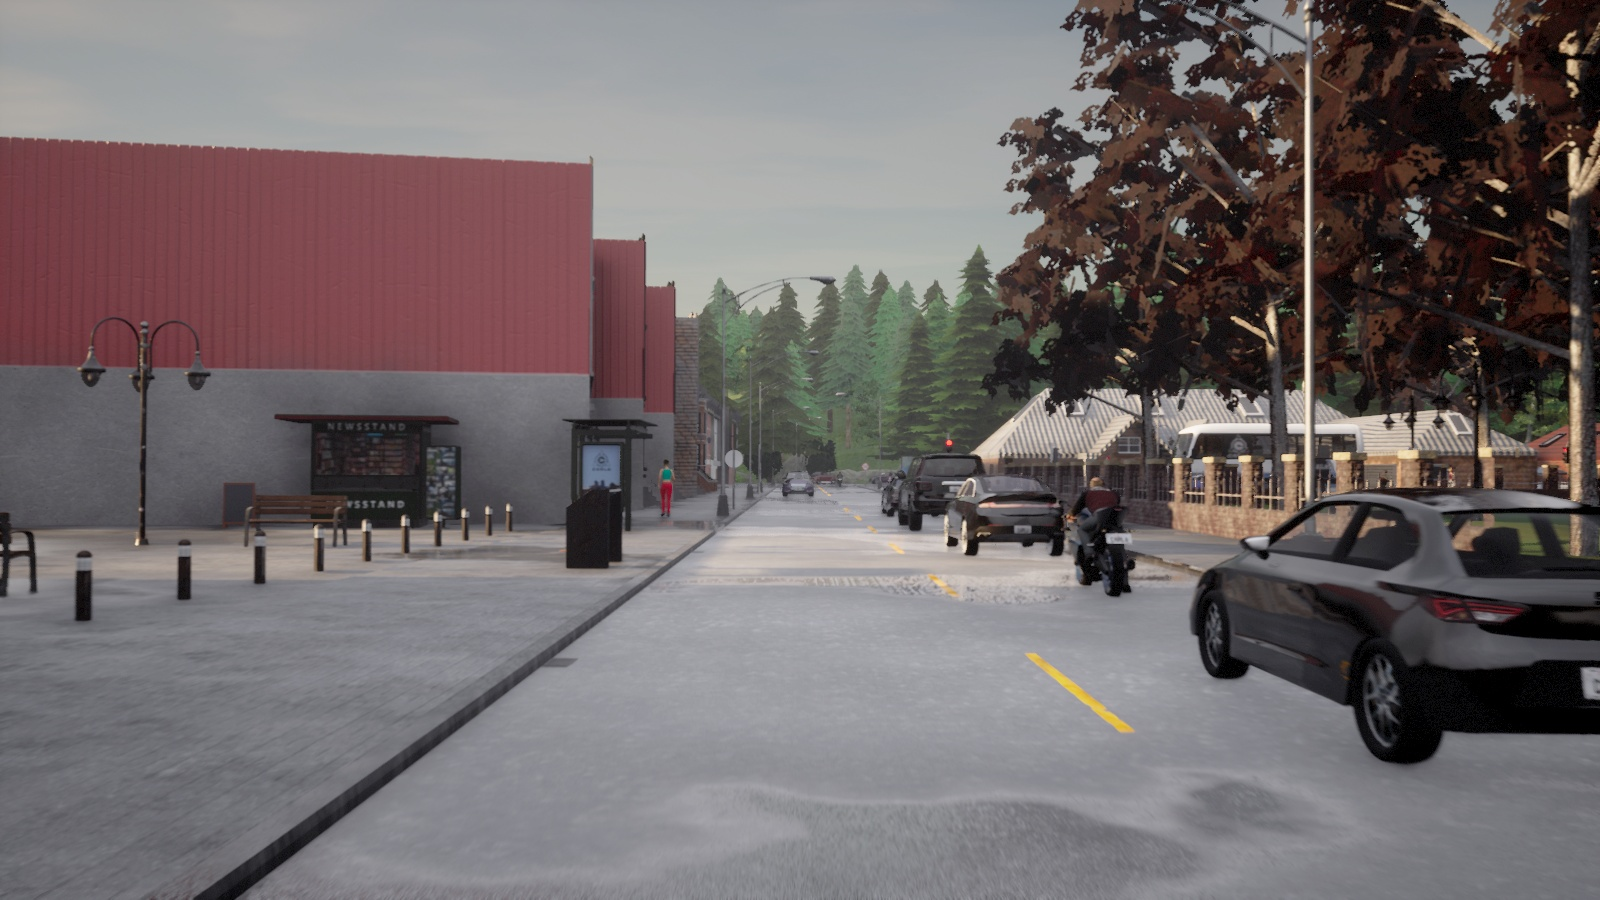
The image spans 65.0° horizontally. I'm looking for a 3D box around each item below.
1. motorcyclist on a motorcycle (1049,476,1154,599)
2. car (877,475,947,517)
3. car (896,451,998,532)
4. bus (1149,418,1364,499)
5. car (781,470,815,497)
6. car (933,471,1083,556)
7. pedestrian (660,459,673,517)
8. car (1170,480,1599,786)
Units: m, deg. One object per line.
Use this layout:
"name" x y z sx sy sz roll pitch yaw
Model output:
"motorcyclist on a motorcycle" 3.973 1.114 16.758 0.866 1.530 2.191 0 -1 0
"car" 3.933 1.598 44.923 2.033 1.411 5.357 0 -1 1
"car" 3.955 1.099 34.708 2.150 2.045 5.566 0 -1 0
"bus" 24.889 0.492 68.931 10.273 4.253 3.944 0 -1 0
"car" -0.096 2.046 77.722 2.033 1.649 4.856 0 -1 0
"car" 3.963 1.170 24.806 2.128 1.511 4.902 0 -1 0
"pedestrian" -4.274 1.215 40.220 0.345 1.836 0.594 0 -1 -12
"car" 3.983 0.951 8.303 1.816 1.474 4.193 0 -1 0
